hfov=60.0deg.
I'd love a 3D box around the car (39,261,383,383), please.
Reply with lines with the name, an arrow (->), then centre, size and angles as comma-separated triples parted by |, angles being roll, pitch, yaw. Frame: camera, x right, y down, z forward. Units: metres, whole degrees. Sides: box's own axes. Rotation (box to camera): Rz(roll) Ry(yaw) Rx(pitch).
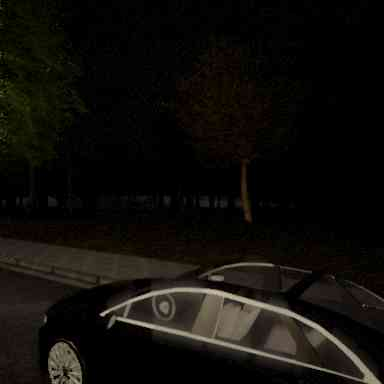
car -> 0.363, 1.509, 3.425 | 4.902, 1.511, 2.128 | -1, 0, 35
